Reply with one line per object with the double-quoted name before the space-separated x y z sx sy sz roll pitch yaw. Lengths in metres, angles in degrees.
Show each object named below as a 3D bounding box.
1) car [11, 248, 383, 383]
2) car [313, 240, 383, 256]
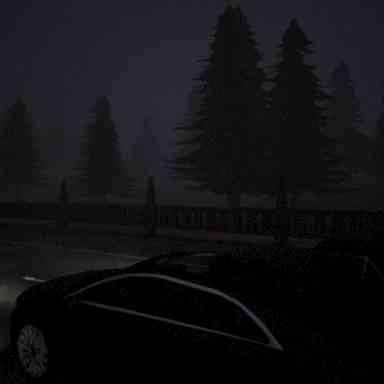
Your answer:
"car" -0.155 1.478 3.848 4.902 1.511 2.128 0 0 34
"car" 2.595 1.580 6.256 4.718 1.301 1.895 0 0 34
